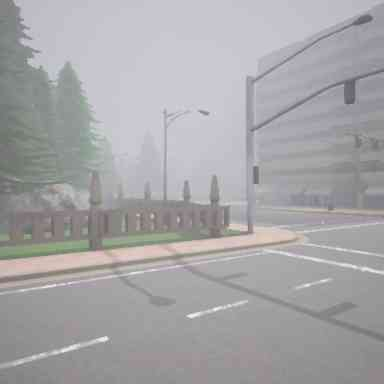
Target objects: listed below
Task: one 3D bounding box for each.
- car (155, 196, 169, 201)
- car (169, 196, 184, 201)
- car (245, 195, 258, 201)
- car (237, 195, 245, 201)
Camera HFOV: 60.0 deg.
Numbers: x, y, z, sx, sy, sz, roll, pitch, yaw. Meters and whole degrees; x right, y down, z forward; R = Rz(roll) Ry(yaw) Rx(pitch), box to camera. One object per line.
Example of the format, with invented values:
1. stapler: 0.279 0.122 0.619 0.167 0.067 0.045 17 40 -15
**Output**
1. car: -5.812 1.469 64.692 2.128 1.511 4.902 0 0 14
2. car: -2.419 1.509 63.832 1.812 1.442 4.674 0 0 14
3. car: 15.319 1.444 79.555 4.181 1.385 1.994 0 0 -39
4. car: 12.973 1.405 82.152 4.674 1.442 1.812 0 0 -39
